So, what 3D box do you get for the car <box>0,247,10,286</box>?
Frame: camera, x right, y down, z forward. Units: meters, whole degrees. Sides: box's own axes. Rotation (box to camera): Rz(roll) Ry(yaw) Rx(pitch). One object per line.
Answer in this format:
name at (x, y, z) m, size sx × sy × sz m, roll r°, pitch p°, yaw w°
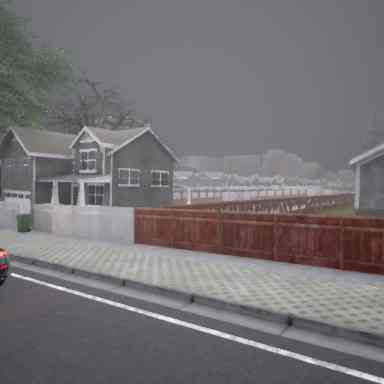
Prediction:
car at (-6.217, 1.505, 7.978) m, size 4.674 × 1.442 × 1.812 m, roll 0°, pitch 0°, yaw 34°
